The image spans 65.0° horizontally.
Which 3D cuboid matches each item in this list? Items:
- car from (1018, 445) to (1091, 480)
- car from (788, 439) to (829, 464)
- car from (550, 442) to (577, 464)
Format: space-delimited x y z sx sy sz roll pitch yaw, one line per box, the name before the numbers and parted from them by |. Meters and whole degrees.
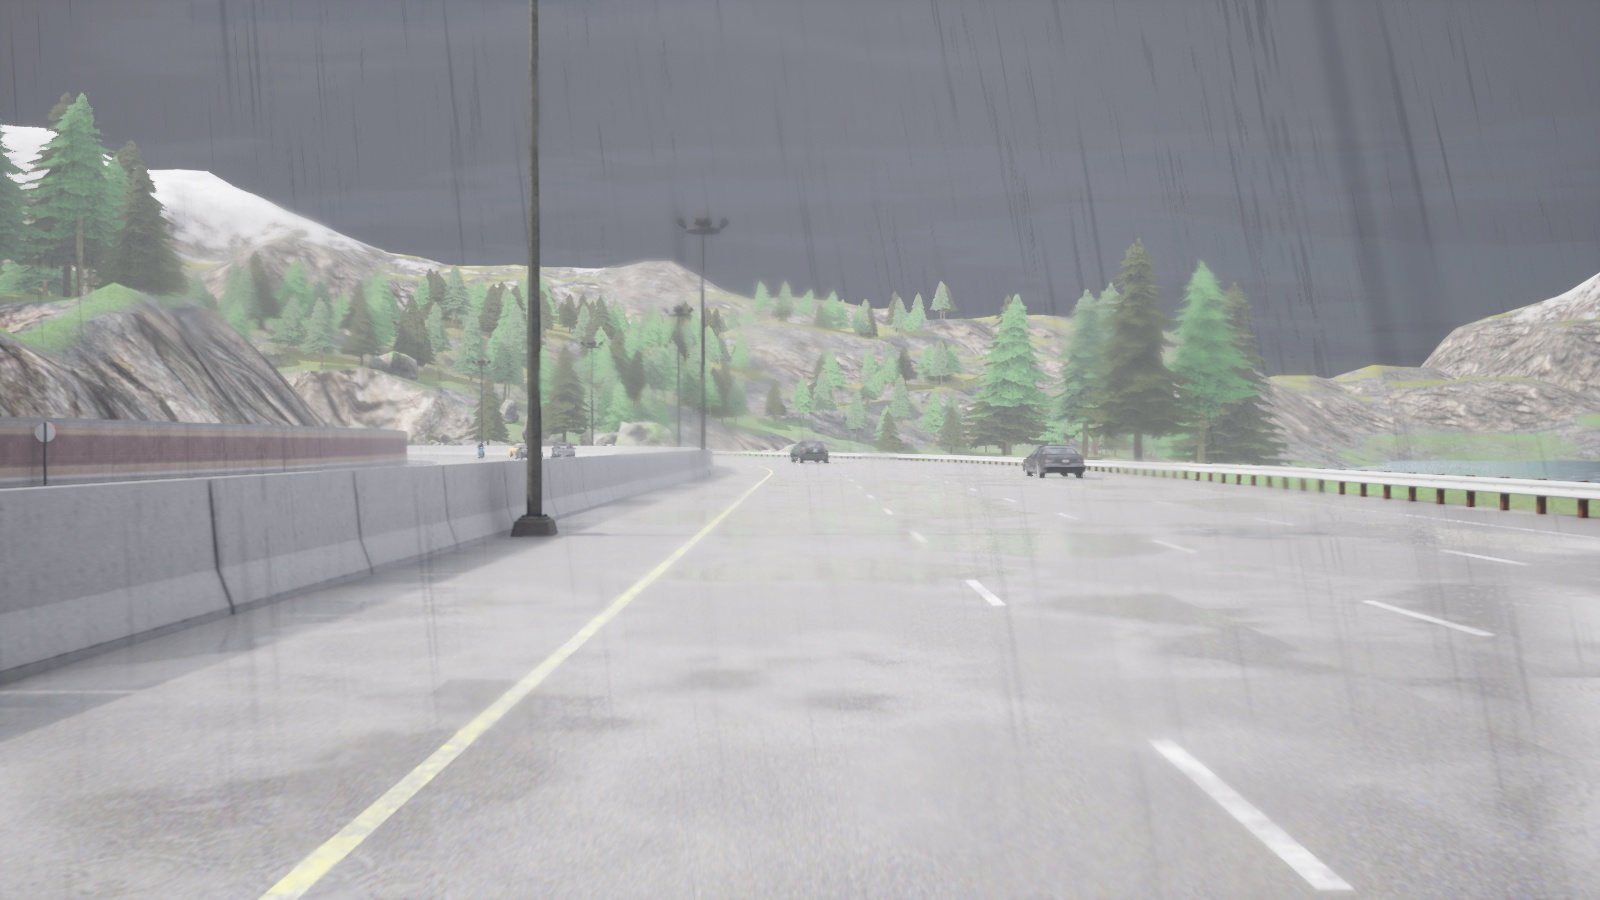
car | 10.825 0.499 53.774 2.033 1.411 5.357 0 0 0
car | 0.580 0.089 91.650 2.097 1.767 4.553 0 0 -12
car | -16.952 0.204 89.995 1.789 1.549 3.705 0 0 -13
